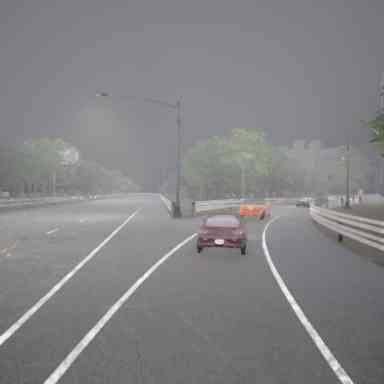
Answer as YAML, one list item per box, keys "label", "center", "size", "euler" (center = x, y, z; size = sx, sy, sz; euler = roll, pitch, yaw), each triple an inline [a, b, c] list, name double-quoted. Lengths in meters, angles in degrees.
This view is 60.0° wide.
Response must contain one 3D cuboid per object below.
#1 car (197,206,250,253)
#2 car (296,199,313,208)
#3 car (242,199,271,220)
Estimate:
- label: "car"
  center: [1.341, 1.539, 13.704]
  size: [1.812, 1.442, 4.674]
  euler: [0, 0, 10]
- label: "car"
  center: [17.587, 1.686, 50.926]
  size: [1.895, 1.301, 4.718]
  euler: [0, 0, 37]
- label: "car"
  center: [5.614, 1.392, 29.285]
  size: [2.097, 1.767, 4.553]
  euler: [1, 0, 21]
